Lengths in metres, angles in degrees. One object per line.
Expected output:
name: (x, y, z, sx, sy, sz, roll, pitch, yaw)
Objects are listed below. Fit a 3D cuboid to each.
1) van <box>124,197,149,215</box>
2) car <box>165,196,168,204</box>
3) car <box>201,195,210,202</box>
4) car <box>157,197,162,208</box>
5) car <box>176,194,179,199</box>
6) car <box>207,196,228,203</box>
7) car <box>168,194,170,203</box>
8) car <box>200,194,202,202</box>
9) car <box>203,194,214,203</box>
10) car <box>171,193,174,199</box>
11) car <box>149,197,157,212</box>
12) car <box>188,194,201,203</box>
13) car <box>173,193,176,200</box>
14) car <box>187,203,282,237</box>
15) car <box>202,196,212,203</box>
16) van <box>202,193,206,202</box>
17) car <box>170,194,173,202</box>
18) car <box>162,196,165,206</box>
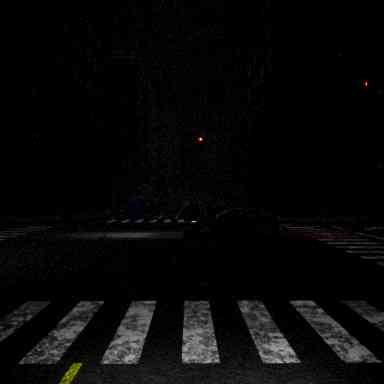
van: (-5.692, 1.343, 33.422, 1.690, 1.788, 3.998, 0, 0, 0)
car: (-5.575, 1.568, 56.095, 1.947, 1.339, 4.313, 0, 0, 0)
car: (3.067, 1.437, 78.734, 1.967, 1.590, 4.097, 0, 0, 0)
car: (-5.633, 1.569, 44.758, 1.947, 1.339, 4.313, 0, 0, 0)
car: (-5.401, 1.307, 90.104, 2.192, 1.841, 5.009, 0, 0, 0)
car: (2.834, 1.442, 33.380, 1.967, 1.590, 4.097, 0, 0, 0)
car: (-5.547, 1.527, 61.593, 1.752, 1.417, 4.829, 0, 0, 0)
car: (2.980, 1.527, 61.896, 1.752, 1.417, 4.829, 0, 0, 0)
car: (2.892, 1.443, 44.718, 1.967, 1.590, 4.097, 0, 0, 0)
car: (-5.488, 1.543, 73.099, 1.887, 1.381, 4.507, 0, 0, 0)
car: (-5.662, 1.443, 39.090, 1.967, 1.590, 4.097, 0, 0, 0)
car: (0.324, 1.565, 63.753, 1.994, 1.385, 4.181, 0, 0, 0)
car: (-5.460, 1.522, 78.598, 1.752, 1.417, 4.829, 0, 0, 0)
car: (2.177, 1.495, 17.402, 4.902, 1.511, 2.128, 0, 0, 0)
car: (3.009, 1.551, 67.395, 2.008, 1.369, 4.403, 0, 0, 0)
van: (2.950, 1.344, 56.057, 1.690, 1.788, 3.998, 0, 0, 0)
car: (-5.517, 1.566, 67.431, 1.947, 1.339, 4.313, 0, 0, 0)
car: (-5.604, 1.585, 50.427, 1.802, 1.307, 4.206, 0, 0, 0)
